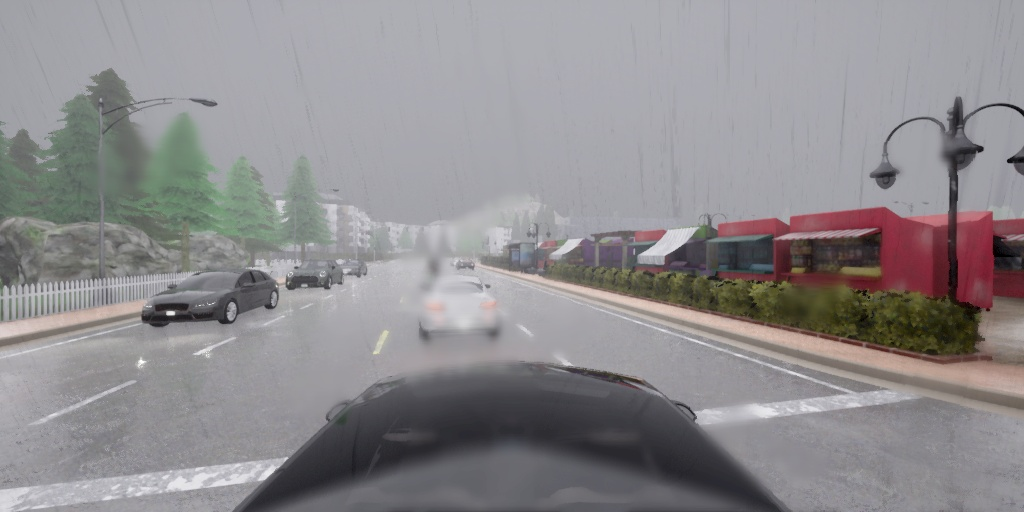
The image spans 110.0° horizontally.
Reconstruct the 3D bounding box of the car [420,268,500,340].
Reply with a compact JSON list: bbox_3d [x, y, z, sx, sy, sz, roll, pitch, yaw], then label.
[{"bbox_3d":[-1.494,1.225,9.769,1.812,1.442,4.674,0,0,-12],"label":"car"}]

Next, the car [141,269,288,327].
[{"bbox_3d":[-9.210,1.190,11.466,1.837,1.490,4.892,0,0,-13],"label":"car"}]

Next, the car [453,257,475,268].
[{"bbox_3d":[-5.712,1.046,43.749,1.895,1.301,4.718,0,0,-13],"label":"car"}]

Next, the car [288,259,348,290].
[{"bbox_3d":[-11.433,0.965,21.062,2.097,1.767,4.553,0,0,-13],"label":"car"}]

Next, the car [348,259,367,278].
[{"bbox_3d":[-13.652,1.033,30.679,2.128,1.511,4.902,0,0,-13],"label":"car"}]

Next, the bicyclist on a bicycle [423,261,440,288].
[{"bbox_3d":[-4.349,1.078,19.612,0.582,1.620,1.656,0,1,25],"label":"bicyclist on a bicycle"}]

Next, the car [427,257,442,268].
[{"bbox_3d":[-10.959,0.897,50.798,1.837,1.490,4.892,0,0,-13],"label":"car"}]
